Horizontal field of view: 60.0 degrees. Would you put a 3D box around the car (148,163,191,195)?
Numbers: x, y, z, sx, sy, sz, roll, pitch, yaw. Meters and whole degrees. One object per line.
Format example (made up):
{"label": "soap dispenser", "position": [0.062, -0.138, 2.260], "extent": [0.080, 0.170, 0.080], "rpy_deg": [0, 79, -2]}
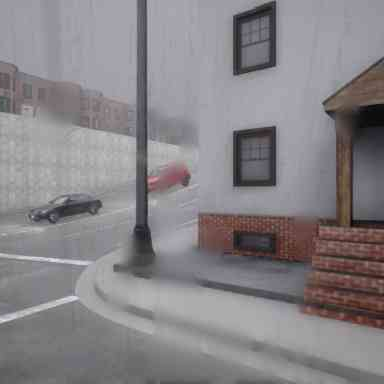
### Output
{"label": "car", "position": [-2.305, -1.187, 28.661], "extent": [2.150, 2.045, 5.566], "rpy_deg": [0, 13, 34]}

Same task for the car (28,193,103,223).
{"label": "car", "position": [-7.782, 0.873, 20.830], "extent": [1.812, 1.442, 4.674], "rpy_deg": [0, 7, 35]}
